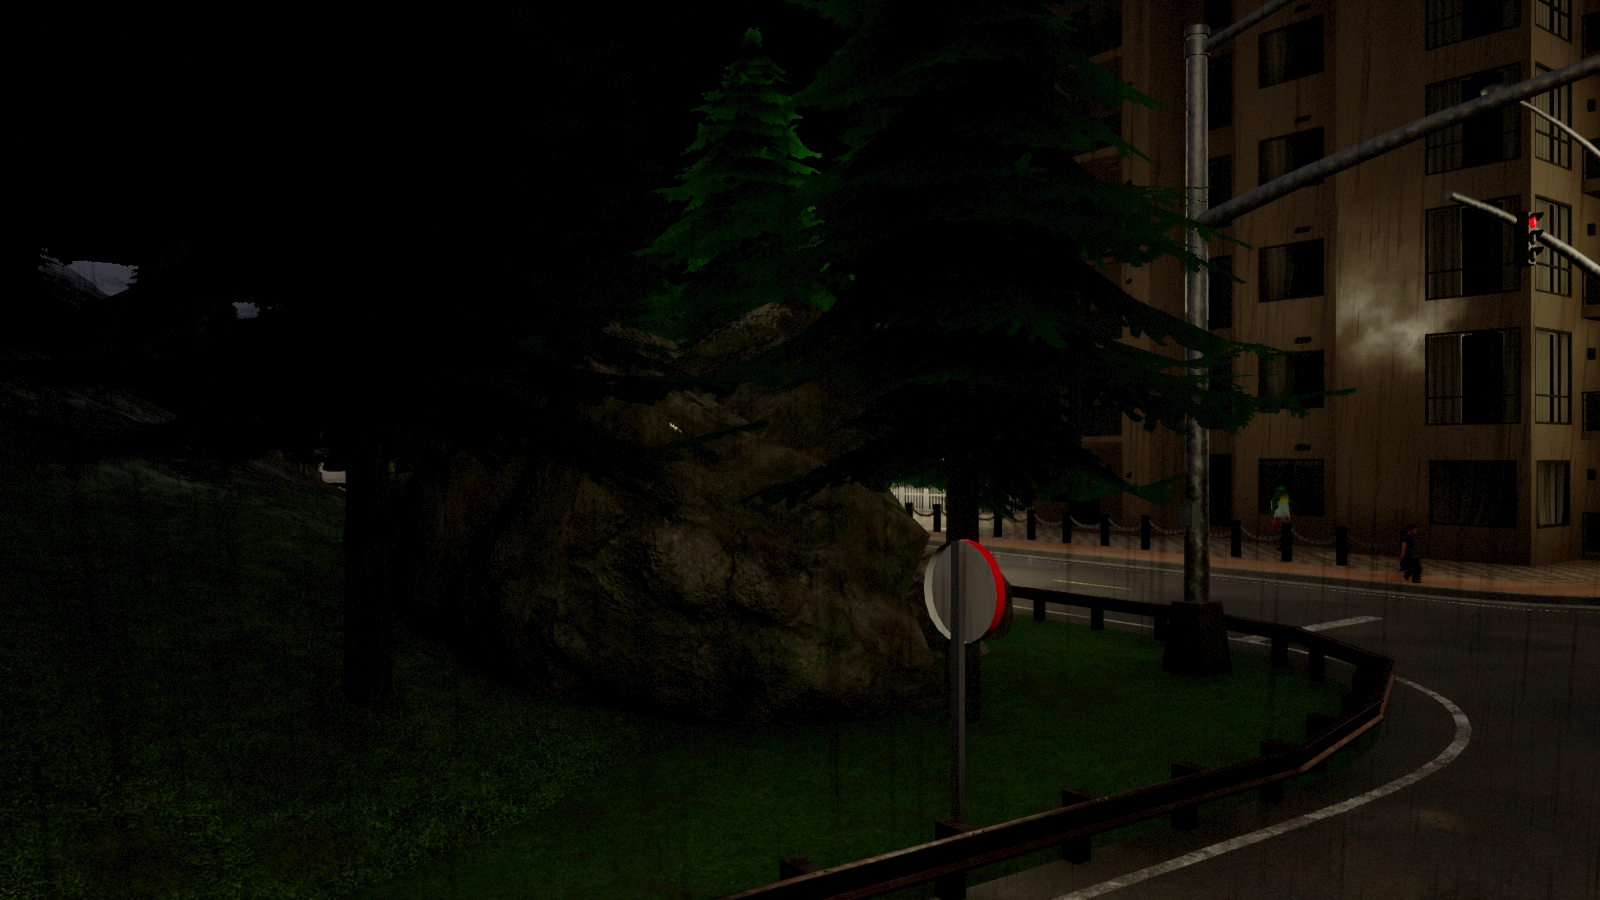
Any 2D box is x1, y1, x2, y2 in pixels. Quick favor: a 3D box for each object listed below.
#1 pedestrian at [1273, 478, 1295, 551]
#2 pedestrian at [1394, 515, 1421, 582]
[{"bbox_3d":[12.602,1.677,29.757,0.375,1.860,0.375,0,0,-28],"label":"pedestrian"},{"bbox_3d":[12.192,1.974,22.933,0.375,1.300,0.375,0,0,44],"label":"pedestrian"}]
